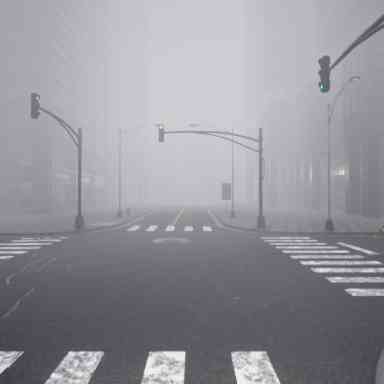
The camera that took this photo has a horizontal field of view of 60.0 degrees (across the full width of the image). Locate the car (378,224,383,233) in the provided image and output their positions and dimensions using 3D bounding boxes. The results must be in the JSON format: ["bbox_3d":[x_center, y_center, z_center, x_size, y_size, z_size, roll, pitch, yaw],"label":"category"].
[{"bbox_3d":[11.758,1.568,16.205,4.829,1.417,1.752,0,-1,0],"label":"car"}]
